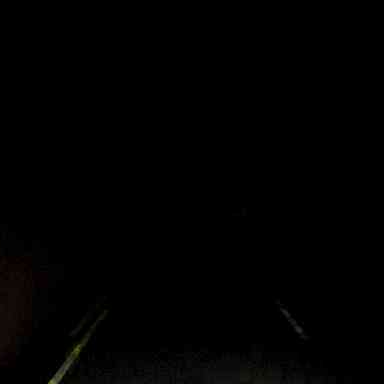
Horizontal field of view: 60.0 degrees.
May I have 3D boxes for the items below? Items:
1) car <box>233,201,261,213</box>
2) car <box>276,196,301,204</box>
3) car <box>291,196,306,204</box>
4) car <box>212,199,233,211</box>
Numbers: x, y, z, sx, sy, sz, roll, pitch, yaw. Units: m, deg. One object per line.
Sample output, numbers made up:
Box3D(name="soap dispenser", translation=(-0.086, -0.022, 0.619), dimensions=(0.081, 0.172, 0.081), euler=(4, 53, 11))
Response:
Box3D(name="car", translation=(6.712, 1.693, 38.917), dimensions=(1.895, 1.301, 4.718), euler=(0, 0, 26))
Box3D(name="car", translation=(19.717, 1.659, 68.028), dimensions=(4.892, 1.490, 1.837), euler=(0, 0, -25))
Box3D(name="car", translation=(21.016, 1.658, 64.769), dimensions=(4.902, 1.511, 2.128), euler=(0, 0, -25))
Box3D(name="car", translation=(4.261, 1.576, 41.666), dimensions=(1.882, 1.535, 5.008), euler=(0, 0, 28))
